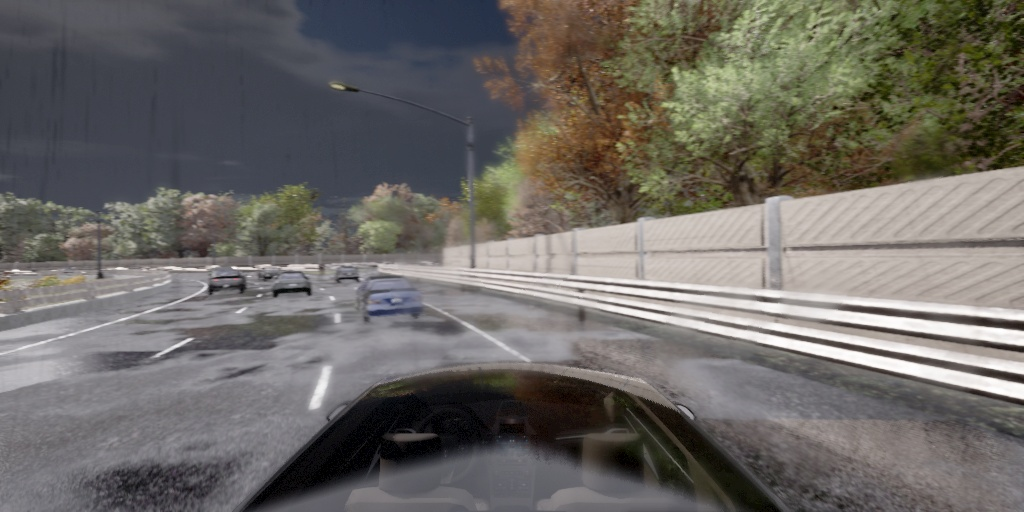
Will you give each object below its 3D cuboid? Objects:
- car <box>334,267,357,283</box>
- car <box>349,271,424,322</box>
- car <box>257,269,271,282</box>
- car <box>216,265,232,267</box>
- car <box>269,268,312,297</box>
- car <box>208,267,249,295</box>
[{"bbox_3d":[-15.446,1.692,33.522,2.033,1.411,5.357,-1,0,-29],"label":"car"},{"bbox_3d":[-4.596,1.418,13.066,2.033,1.411,5.357,-1,0,-26],"label":"car"},{"bbox_3d":[-25.501,1.972,37.841,1.895,1.301,4.718,-1,0,-42],"label":"car"},{"bbox_3d":[-30.970,1.845,38.430,2.097,1.767,4.553,-1,0,-44],"label":"car"},{"bbox_3d":[-13.541,1.646,22.092,1.994,1.385,4.181,-1,0,-32],"label":"car"},{"bbox_3d":[-19.071,1.697,24.156,2.128,1.511,4.902,-1,0,-35],"label":"car"}]
